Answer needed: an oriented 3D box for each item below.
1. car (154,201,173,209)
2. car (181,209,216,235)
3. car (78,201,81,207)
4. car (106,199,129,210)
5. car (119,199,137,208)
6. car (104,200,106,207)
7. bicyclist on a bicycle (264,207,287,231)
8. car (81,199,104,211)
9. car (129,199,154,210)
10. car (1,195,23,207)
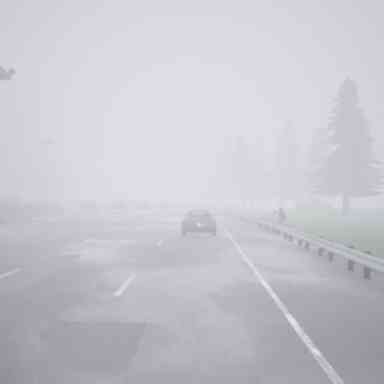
[{"bbox_3d":[-4.533,1.996,51.139,1.895,1.301,4.718,1,0,-21],"label":"car"},{"bbox_3d":[0.392,1.736,20.031,1.994,1.385,4.181,0,0,0],"label":"car"},{"bbox_3d":[-17.756,1.887,55.980,2.033,1.411,5.357,1,-1,-28],"label":"car"},{"bbox_3d":[-10.756,1.799,47.731,1.882,1.535,5.008,1,-1,-21],"label":"car"},{"bbox_3d":[-11.396,1.937,58.904,1.812,1.442,4.674,1,-1,-28],"label":"car"},{"bbox_3d":[-14.591,1.976,57.468,1.895,1.301,4.718,1,-1,-28],"label":"car"},{"bbox_3d":[5.604,1.687,21.579,1.656,1.620,0.582,33,-30,11],"label":"bicyclist on a bicycle"},{"bbox_3d":[-13.877,1.833,46.062,2.033,1.411,5.357,1,-1,-21],"label":"car"},{"bbox_3d":[-7.570,1.849,49.239,2.128,1.511,4.902,1,-1,-21],"label":"car"},{"bbox_3d":[-25.120,1.436,46.517,2.150,2.045,5.566,1,-1,-21],"label":"car"}]
